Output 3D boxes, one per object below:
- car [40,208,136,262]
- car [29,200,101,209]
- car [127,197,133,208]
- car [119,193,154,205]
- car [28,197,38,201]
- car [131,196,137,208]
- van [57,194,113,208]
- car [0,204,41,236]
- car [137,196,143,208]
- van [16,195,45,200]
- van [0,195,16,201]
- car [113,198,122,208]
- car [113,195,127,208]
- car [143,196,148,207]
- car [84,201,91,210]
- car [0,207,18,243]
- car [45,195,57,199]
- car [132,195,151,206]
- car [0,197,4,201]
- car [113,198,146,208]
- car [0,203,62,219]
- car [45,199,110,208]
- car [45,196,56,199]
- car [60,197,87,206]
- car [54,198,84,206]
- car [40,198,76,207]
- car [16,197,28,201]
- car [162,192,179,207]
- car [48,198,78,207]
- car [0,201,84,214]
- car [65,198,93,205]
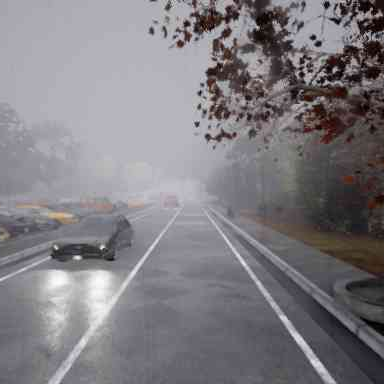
[{"bbox_3d":[-3.346,1.550,12.388,2.033,1.411,5.357,0,0,0],"label":"car"},{"bbox_3d":[-10.225,1.589,26.900,4.792,1.488,2.163,0,0,0],"label":"car"},{"bbox_3d":[-10.222,1.625,40.781,4.892,1.521,2.231,0,-1,0],"label":"car"},{"bbox_3d":[-10.220,1.599,60.205,5.566,2.045,2.435,0,-1,0],"label":"car"},{"bbox_3d":[-23.332,1.676,43.496,4.792,1.488,2.163,0,-1,0],"label":"car"},{"bbox_3d":[-10.409,1.644,43.549,5.366,1.575,1.946,0,-1,0],"label":"car"},{"bbox_3d":[-10.361,1.356,32.453,4.442,1.987,1.878,0,0,0],"label":"van"},{"bbox_3d":[-10.269,1.517,15.795,4.892,1.521,2.231,0,0,0],"label":"car"},{"bbox_3d":[-10.033,1.672,46.201,5.366,1.575,1.946,0,-1,0],"label":"car"},{"bbox_3d":[-23.415,1.450,46.270,4.442,1.987,1.878,0,-1,0],"label":"van"},{"bbox_3d":[-23.205,1.381,38.106,4.442,1.987,1.878,0,0,0],"label":"van"},{"bbox_3d":[-10.268,1.623,35.229,4.792,1.488,2.163,0,0,0],"label":"car"},{"bbox_3d":[-10.265,1.481,38.003,4.553,1.767,2.185,0,0,0],"label":"car"},{"bbox_3d":[-10.022,1.741,51.874,5.366,1.575,1.946,0,-1,0],"label":"car"},{"bbox_3d":[-10.231,1.578,24.124,4.792,1.488,2.163,0,0,0],"label":"car"},{"bbox_3d":[-10.095,1.502,13.019,5.366,1.575,1.946,0,0,0],"label":"car"},{"bbox_3d":[-23.316,1.494,51.934,5.566,2.045,2.435,0,-1,0],"label":"car"},{"bbox_3d":[-10.382,1.812,57.426,5.366,1.575,1.946,0,-1,0],"label":"car"},{"bbox_3d":[-23.324,1.593,35.320,5.008,1.535,2.097,0,0,0],"label":"car"},{"bbox_3d":[-10.208,1.781,54.650,4.892,1.521,2.231,0,-1,0],"label":"car"},{"bbox_3d":[-10.277,1.528,18.572,4.892,1.521,2.231,0,0,0],"label":"car"},{"bbox_3d":[-10.220,1.600,29.676,4.792,1.488,2.163,0,0,0],"label":"car"},{"bbox_3d":[-23.264,1.739,49.161,4.792,1.488,2.163,0,-1,0],"label":"car"},{"bbox_3d":[-23.292,1.793,65.656,4.553,1.767,2.185,0,-1,0],"label":"car"},{"bbox_3d":[-23.237,1.915,63.009,4.792,1.488,2.163,0,-1,0],"label":"car"},{"bbox_3d":[-23.091,1.812,57.469,5.366,1.575,1.946,0,-1,0],"label":"car"},{"bbox_3d":[-23.337,1.654,40.857,4.792,1.488,2.163,0,0,0],"label":"car"},{"bbox_3d":[-3.373,1.461,55.336,2.150,2.045,5.566,0,0,0],"label":"car"},{"bbox_3d":[-23.269,1.890,60.239,4.674,1.452,2.002,0,-1,0],"label":"car"},{"bbox_3d":[-10.080,1.535,21.347,5.366,1.575,1.946,0,0,0],"label":"car"},{"bbox_3d":[-23.251,1.954,68.426,5.008,1.535,2.097,0,-1,0],"label":"car"}]
